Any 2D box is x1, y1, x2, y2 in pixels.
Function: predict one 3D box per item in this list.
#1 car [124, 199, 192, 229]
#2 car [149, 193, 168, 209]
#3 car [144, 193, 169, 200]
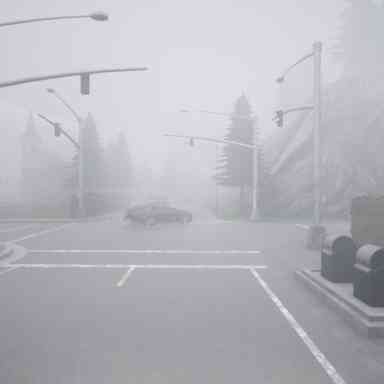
[{"bbox_3d":[-2.135,1.491,21.962,4.902,1.511,2.128,0,1,-41],"label":"car"},{"bbox_3d":[-4.814,1.221,47.490,2.150,2.045,5.566,0,0,-11],"label":"car"},{"bbox_3d":[-3.756,1.221,37.202,2.150,2.045,5.566,0,0,-2],"label":"car"}]
